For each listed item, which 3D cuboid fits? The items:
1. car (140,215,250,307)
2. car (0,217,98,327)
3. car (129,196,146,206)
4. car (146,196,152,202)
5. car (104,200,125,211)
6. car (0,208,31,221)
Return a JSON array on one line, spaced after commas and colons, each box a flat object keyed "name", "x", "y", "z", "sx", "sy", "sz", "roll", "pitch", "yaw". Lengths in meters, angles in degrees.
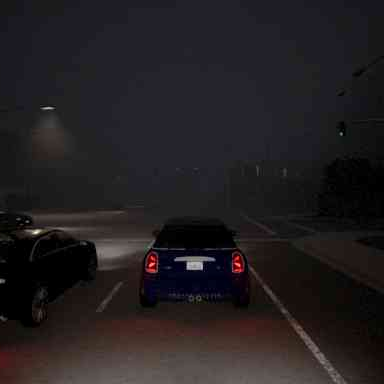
[{"name": "car", "x": 0.060, "y": 1.364, "z": 8.155, "sx": 2.097, "sy": 1.767, "sz": 4.553, "roll": 0, "pitch": 0, "yaw": 0}, {"name": "car", "x": -3.446, "y": 1.503, "z": 7.015, "sx": 2.128, "sy": 1.511, "sz": 4.902, "roll": 0, "pitch": 0, "yaw": 0}, {"name": "car", "x": -10.653, "y": 1.689, "z": 63.210, "sx": 2.097, "sy": 1.767, "sz": 4.553, "roll": 0, "pitch": 1, "yaw": 0}, {"name": "car", "x": -10.630, "y": 1.611, "z": 78.198, "sx": 1.882, "sy": 1.535, "sz": 5.008, "roll": 0, "pitch": 1, "yaw": 0}, {"name": "car", "x": -10.673, "y": 1.871, "z": 45.822, "sx": 1.812, "sy": 1.442, "sz": 4.674, "roll": 0, "pitch": 0, "yaw": 0}, {"name": "car", "x": -12.267, "y": 1.664, "z": 20.813, "sx": 4.181, "sy": 1.385, "sz": 1.994, "roll": 0, "pitch": -1, "yaw": 0}]
